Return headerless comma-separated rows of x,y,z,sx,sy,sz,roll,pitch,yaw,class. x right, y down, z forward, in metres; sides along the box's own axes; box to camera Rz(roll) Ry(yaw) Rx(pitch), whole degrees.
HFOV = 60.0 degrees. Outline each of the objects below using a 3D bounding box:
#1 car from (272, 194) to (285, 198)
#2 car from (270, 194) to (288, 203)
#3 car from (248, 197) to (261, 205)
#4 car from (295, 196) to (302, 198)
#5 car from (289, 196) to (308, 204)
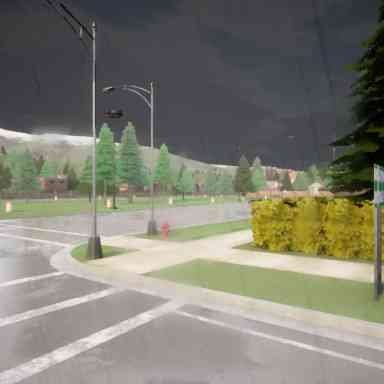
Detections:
15.161,1.526,58.075,1.812,1.442,4.674,0,0,36,car
17.716,1.353,67.566,2.097,1.767,4.553,0,0,36,car
11.869,1.601,59.495,1.895,1.301,4.718,0,0,36,car
18.185,1.564,56.280,1.994,1.385,4.181,0,0,36,car
21.428,1.547,66.725,2.033,1.411,5.357,0,0,36,car
